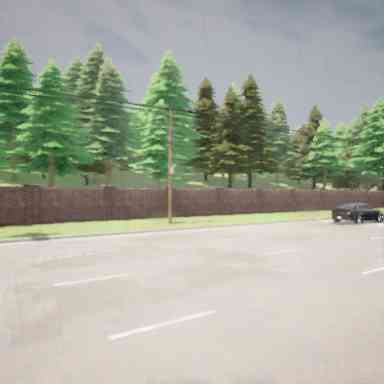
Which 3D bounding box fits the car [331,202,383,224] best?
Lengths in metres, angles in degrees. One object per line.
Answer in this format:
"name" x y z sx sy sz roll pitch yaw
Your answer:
"car" 12.518 1.565 25.117 4.892 1.490 1.837 0 0 -35
